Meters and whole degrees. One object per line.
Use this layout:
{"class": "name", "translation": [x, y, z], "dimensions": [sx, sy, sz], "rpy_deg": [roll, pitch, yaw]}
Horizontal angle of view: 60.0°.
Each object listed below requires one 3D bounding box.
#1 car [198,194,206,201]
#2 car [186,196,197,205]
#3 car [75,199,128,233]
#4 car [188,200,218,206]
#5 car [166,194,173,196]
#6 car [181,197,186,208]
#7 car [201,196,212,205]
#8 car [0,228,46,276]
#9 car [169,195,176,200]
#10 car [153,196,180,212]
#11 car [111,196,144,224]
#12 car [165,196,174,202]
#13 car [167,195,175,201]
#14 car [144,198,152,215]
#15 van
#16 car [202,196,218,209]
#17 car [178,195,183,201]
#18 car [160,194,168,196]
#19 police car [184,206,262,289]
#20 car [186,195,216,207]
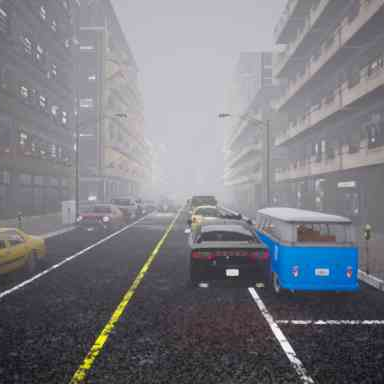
{"class": "car", "translation": [2.509, 1.442, 86.101], "dimensions": [1.967, 1.590, 4.097], "rpy_deg": [1, 0, 0]}
{"class": "car", "translation": [-0.045, 1.482, 59.319], "dimensions": [1.882, 1.535, 5.008], "rpy_deg": [0, 0, 0]}
{"class": "car", "translation": [-5.319, 1.443, 19.486], "dimensions": [1.967, 1.590, 4.097], "rpy_deg": [1, 0, 0]}
{"class": "car", "translation": [0.811, 1.458, 19.404], "dimensions": [1.801, 1.575, 5.366], "rpy_deg": [0, 0, 0]}
{"class": "car", "translation": [-5.352, 1.319, 63.878], "dimensions": [2.192, 1.841, 5.009], "rpy_deg": [1, 0, 0]}
{"class": "car", "translation": [-0.021, 1.552, 45.789], "dimensions": [2.033, 1.411, 5.357], "rpy_deg": [0, 0, 0]}
{"class": "car", "translation": [2.530, 1.530, 58.526], "dimensions": [1.752, 1.417, 4.829], "rpy_deg": [1, 0, 0]}
{"class": "car", "translation": [-5.311, 1.527, 8.218], "dimensions": [1.752, 1.417, 4.829], "rpy_deg": [1, 0, 0]}
{"class": "car", "translation": [-5.377, 1.583, 91.623], "dimensions": [1.802, 1.307, 4.206], "rpy_deg": [1, 0, 0]}
{"class": "car", "translation": [-2.879, 1.496, 38.503], "dimensions": [2.128, 1.511, 4.902], "rpy_deg": [0, 0, 0]}
{"class": "car", "translation": [-5.322, 1.318, 25.035], "dimensions": [2.192, 1.841, 5.009], "rpy_deg": [1, 0, 0]}
{"class": "car", "translation": [-5.368, 1.568, 80.525], "dimensions": [1.947, 1.339, 4.313], "rpy_deg": [1, 0, 0]}
{"class": "car", "translation": [-5.373, 1.584, 86.074], "dimensions": [1.802, 1.307, 4.206], "rpy_deg": [1, 0, 0]}
{"class": "car", "translation": [-5.326, 1.319, 30.584], "dimensions": [2.192, 1.841, 5.009], "rpy_deg": [1, 0, 0]}
{"class": "van", "translation": [2.571, 1.342, 8.414], "dimensions": [1.690, 1.788, 3.998], "rpy_deg": [1, 0, 0]}
{"class": "car", "translation": [2.539, 1.445, 47.258], "dimensions": [1.967, 1.590, 4.097], "rpy_deg": [1, 0, 0]}
{"class": "car", "translation": [-2.812, 1.528, 80.287], "dimensions": [1.812, 1.442, 4.674], "rpy_deg": [0, 0, 0]}
{"class": "car", "translation": [-5.346, 1.530, 52.610], "dimensions": [1.752, 1.417, 4.829], "rpy_deg": [1, 0, 0]}
{"class": "police car", "translation": [0.819, 1.427, 9.323], "dimensions": [1.930, 1.638, 5.238], "rpy_deg": [0, 0, 0]}
{"class": "car", "translation": [0.806, 1.228, 25.245], "dimensions": [2.150, 2.045, 5.566], "rpy_deg": [0, 0, 0]}
